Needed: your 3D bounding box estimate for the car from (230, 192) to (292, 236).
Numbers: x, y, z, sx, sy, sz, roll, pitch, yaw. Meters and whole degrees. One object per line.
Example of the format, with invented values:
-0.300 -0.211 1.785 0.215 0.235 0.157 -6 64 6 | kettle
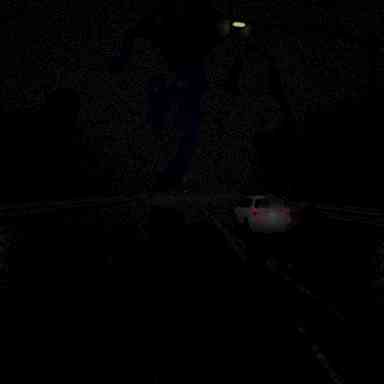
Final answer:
3.756 1.193 18.443 2.150 2.045 5.566 0 0 -2 | car
